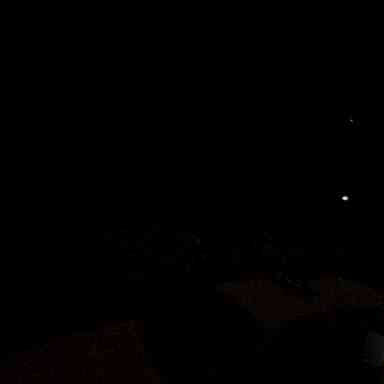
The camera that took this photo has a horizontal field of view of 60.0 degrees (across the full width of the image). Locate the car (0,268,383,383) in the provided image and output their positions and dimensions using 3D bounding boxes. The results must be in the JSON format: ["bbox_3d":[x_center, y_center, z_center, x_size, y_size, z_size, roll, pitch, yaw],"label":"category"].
[{"bbox_3d":[0.645,1.423,2.957,4.829,1.417,1.752,2,2,-22],"label":"car"}]
